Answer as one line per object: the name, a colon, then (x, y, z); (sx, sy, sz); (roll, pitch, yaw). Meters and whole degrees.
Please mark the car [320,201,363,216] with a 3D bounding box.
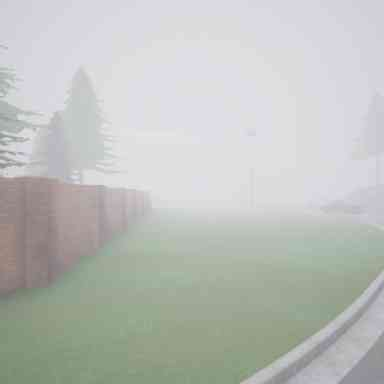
car: (15.169, 1.615, 34.017); (1.882, 1.535, 5.008); (0, 0, -12)
